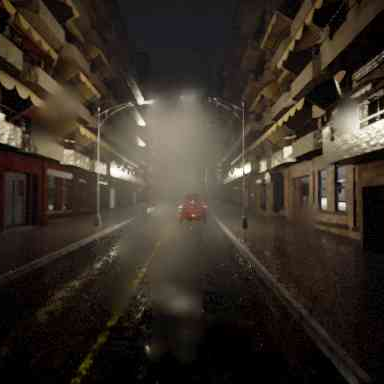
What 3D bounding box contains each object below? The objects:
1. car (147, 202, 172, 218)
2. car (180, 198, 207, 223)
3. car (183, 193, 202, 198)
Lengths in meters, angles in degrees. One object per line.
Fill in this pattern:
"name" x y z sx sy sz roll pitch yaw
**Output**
"car" -2.851 1.587 29.632 1.895 1.301 4.718 0 0 0
"car" 0.096 1.467 25.234 1.882 1.535 5.008 0 0 0
"car" 0.092 1.194 42.947 2.150 2.045 5.566 0 0 0
